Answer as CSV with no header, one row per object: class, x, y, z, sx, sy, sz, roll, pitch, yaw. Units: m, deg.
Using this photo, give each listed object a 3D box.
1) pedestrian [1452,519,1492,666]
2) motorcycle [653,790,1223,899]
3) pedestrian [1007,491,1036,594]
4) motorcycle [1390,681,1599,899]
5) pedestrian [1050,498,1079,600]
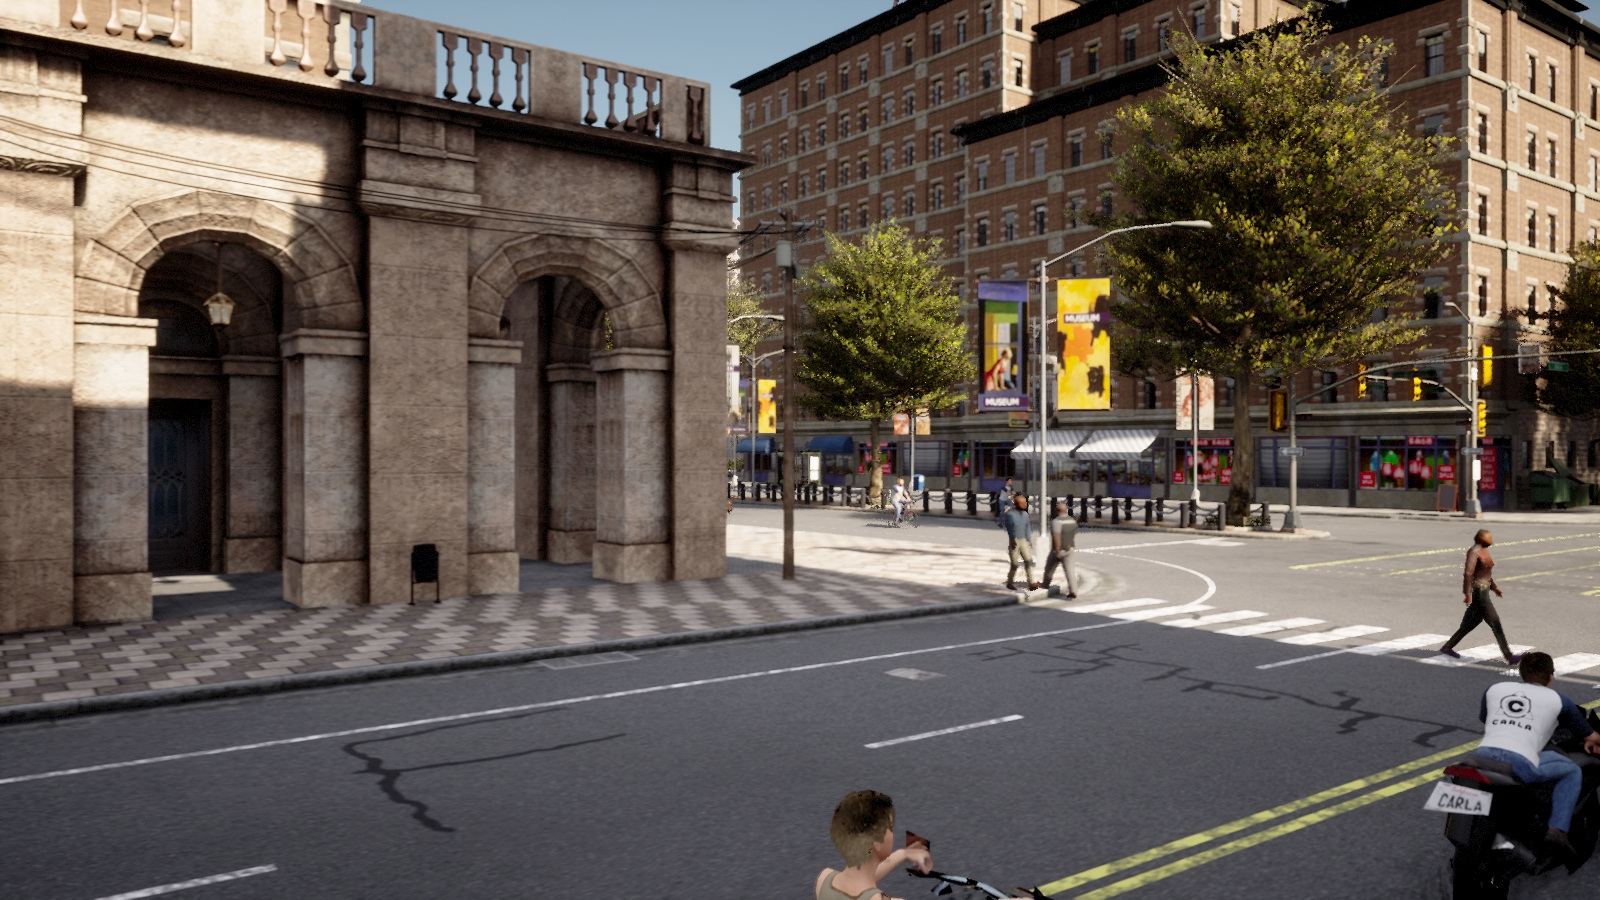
pedestrian,8.825,1.849,14.997,0.375,1.860,0.375,0,0,44
motorcycle,0.507,2.170,4.150,2.356,1.277,0.764,0,0,-36
pedestrian,4.088,1.696,21.097,0.375,1.860,0.375,0,0,-24
motorcycle,4.619,2.213,7.178,2.033,1.145,0.803,0,0,-36
pedestrian,4.968,1.848,21.459,0.375,1.860,0.375,0,0,-27
